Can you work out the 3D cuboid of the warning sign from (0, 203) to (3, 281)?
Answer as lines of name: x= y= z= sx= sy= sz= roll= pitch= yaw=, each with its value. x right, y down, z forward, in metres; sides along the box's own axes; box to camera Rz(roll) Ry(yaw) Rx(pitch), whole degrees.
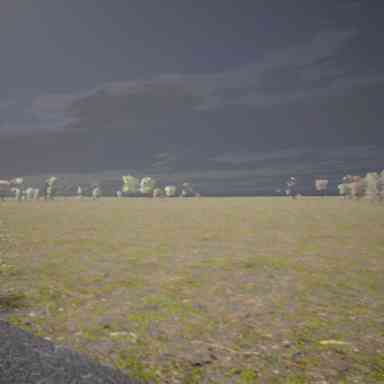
warning sign: x=-5.348 y=1.201 z=7.734 sx=1.060 sy=1.860 sz=1.300 roll=-1 pitch=0 yaw=35
